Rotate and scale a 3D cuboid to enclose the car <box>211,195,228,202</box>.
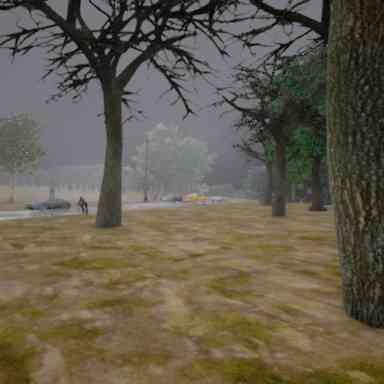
[{"bbox_3d":[5.099,1.216,60.990,1.895,1.301,4.718,1,0,24],"label":"car"}]

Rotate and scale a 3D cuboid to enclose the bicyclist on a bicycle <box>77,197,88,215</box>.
[{"bbox_3d":[-9.666,1.234,29.302,1.656,1.620,0.582,0,0,36],"label":"bicyclist on a bicycle"}]

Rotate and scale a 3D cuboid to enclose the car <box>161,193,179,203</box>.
[{"bbox_3d":[-2.907,0.961,51.943,2.128,1.511,4.902,2,0,29],"label":"car"}]

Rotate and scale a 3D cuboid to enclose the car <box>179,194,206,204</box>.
[{"bbox_3d":[0.463,1.022,51.636,1.882,1.535,5.008,2,1,28],"label":"car"}]

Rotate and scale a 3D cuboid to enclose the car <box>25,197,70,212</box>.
[{"bbox_3d":[-14.506,1.211,33.625,1.994,1.385,4.181,2,2,36],"label":"car"}]
